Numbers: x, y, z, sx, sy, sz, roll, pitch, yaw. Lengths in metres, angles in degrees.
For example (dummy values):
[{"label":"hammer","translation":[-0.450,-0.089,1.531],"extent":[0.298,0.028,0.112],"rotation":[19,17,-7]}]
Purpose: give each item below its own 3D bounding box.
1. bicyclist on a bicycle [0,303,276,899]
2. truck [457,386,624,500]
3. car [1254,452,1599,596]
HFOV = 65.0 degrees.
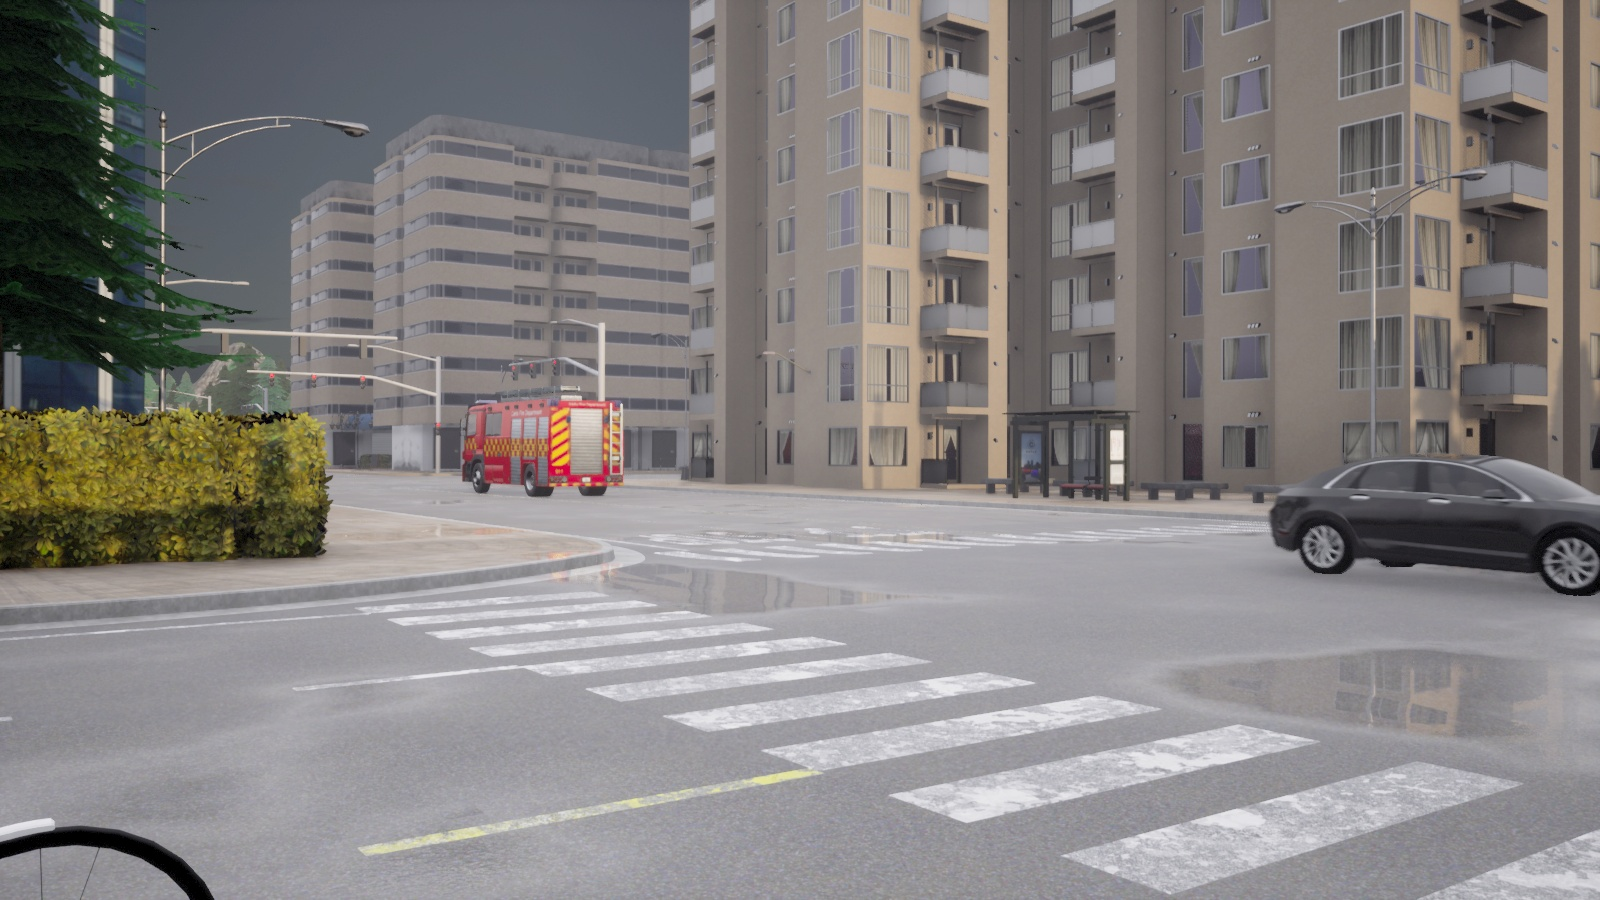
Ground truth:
[{"label":"bicyclist on a bicycle","translation":[-2.003,0.625,2.277],"extent":[1.843,1.776,0.659],"rotation":[0,0,-35]},{"label":"truck","translation":[-9.774,-0.232,46.430],"extent":[2.891,3.827,8.468],"rotation":[0,0,-35]},{"label":"car","translation":[8.083,0.774,14.915],"extent":[1.837,1.490,4.892],"rotation":[0,0,-35]}]
